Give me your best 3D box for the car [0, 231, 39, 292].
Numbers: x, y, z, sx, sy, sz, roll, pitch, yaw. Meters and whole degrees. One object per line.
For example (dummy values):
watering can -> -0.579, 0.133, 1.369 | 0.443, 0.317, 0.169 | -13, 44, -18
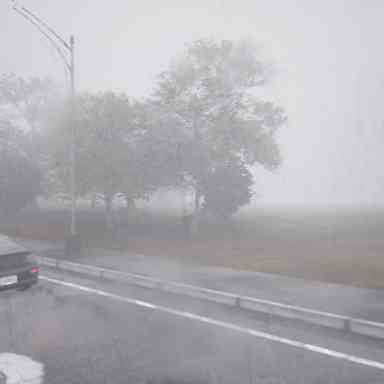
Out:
car -> -5.396, 1.524, 7.682 | 4.674, 1.442, 1.812 | 0, 0, 35
